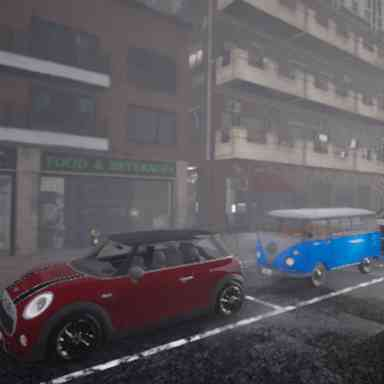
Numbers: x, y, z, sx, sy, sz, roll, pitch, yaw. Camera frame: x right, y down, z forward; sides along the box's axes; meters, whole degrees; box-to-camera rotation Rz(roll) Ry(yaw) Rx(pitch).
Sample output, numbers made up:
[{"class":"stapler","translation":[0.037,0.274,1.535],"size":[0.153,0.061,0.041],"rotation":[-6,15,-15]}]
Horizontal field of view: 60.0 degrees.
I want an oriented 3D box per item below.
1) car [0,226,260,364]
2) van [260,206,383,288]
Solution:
[{"class":"car","translation":[-1.032,1.445,5.805],"size":[4.097,1.590,1.967],"rotation":[0,1,-36]},{"class":"van","translation":[3.480,1.349,9.031],"size":[3.998,1.788,1.690],"rotation":[0,1,-36]}]
